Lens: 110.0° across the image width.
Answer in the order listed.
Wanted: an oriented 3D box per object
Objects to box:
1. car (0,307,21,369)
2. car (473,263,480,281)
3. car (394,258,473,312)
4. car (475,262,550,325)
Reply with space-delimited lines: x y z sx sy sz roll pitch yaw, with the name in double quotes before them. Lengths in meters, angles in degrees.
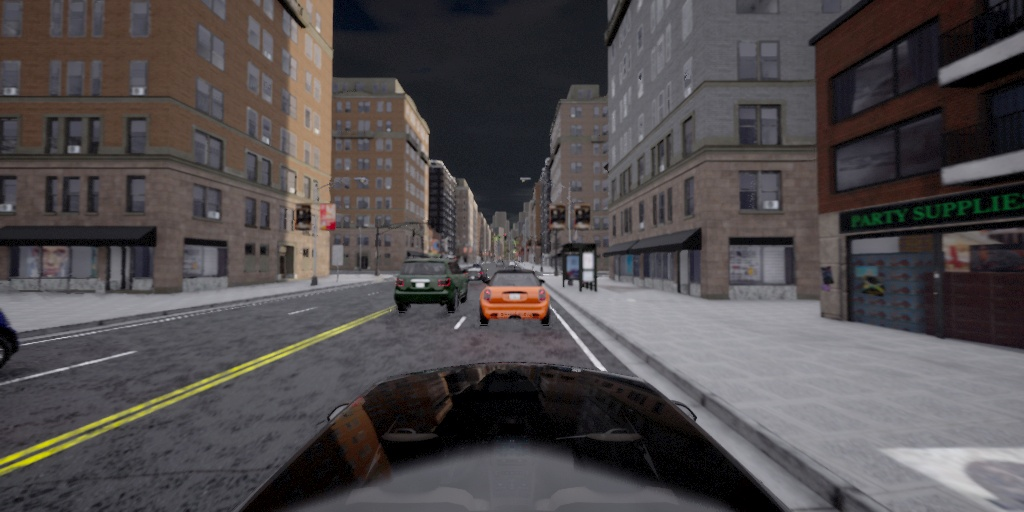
"car" -9.851 1.130 4.367 2.097 1.767 4.553 0 -1 0
"car" -3.163 1.592 31.218 1.812 1.442 4.674 0 -1 0
"car" -3.161 1.114 15.036 2.150 2.045 5.566 0 0 0
"car" 0.086 1.214 12.412 2.097 1.767 4.553 0 -1 0
